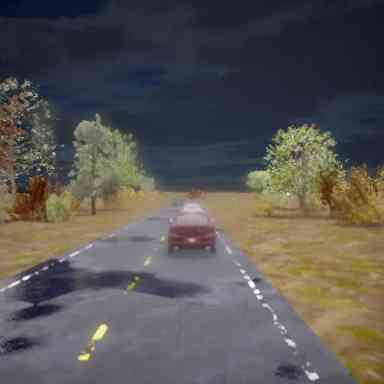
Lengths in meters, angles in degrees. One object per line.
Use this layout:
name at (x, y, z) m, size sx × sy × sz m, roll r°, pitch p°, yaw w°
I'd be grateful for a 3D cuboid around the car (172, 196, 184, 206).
car at (-2.976, 1.852, 71.060) m, size 2.150 × 2.045 × 5.566 m, roll 0°, pitch 0°, yaw 0°

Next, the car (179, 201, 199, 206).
car at (0.011, 1.798, 29.422) m, size 1.812 × 1.442 × 4.674 m, roll 0°, pitch 0°, yaw 0°

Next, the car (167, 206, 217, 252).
car at (0.008, 1.614, 14.527) m, size 1.882 × 1.535 × 5.008 m, roll 0°, pitch 0°, yaw 0°
